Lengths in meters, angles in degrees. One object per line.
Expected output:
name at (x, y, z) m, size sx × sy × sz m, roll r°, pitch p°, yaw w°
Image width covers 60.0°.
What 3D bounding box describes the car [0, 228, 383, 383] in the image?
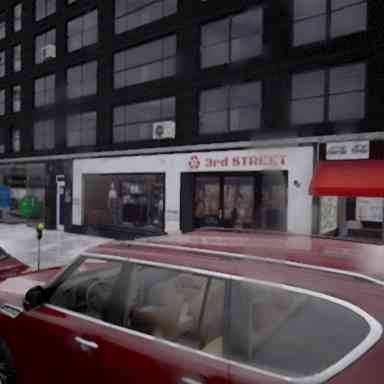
car at (-0.149, 1.296, 3.182) m, size 5.009 × 1.841 × 2.192 m, roll 1°, pitch 1°, yaw 36°
